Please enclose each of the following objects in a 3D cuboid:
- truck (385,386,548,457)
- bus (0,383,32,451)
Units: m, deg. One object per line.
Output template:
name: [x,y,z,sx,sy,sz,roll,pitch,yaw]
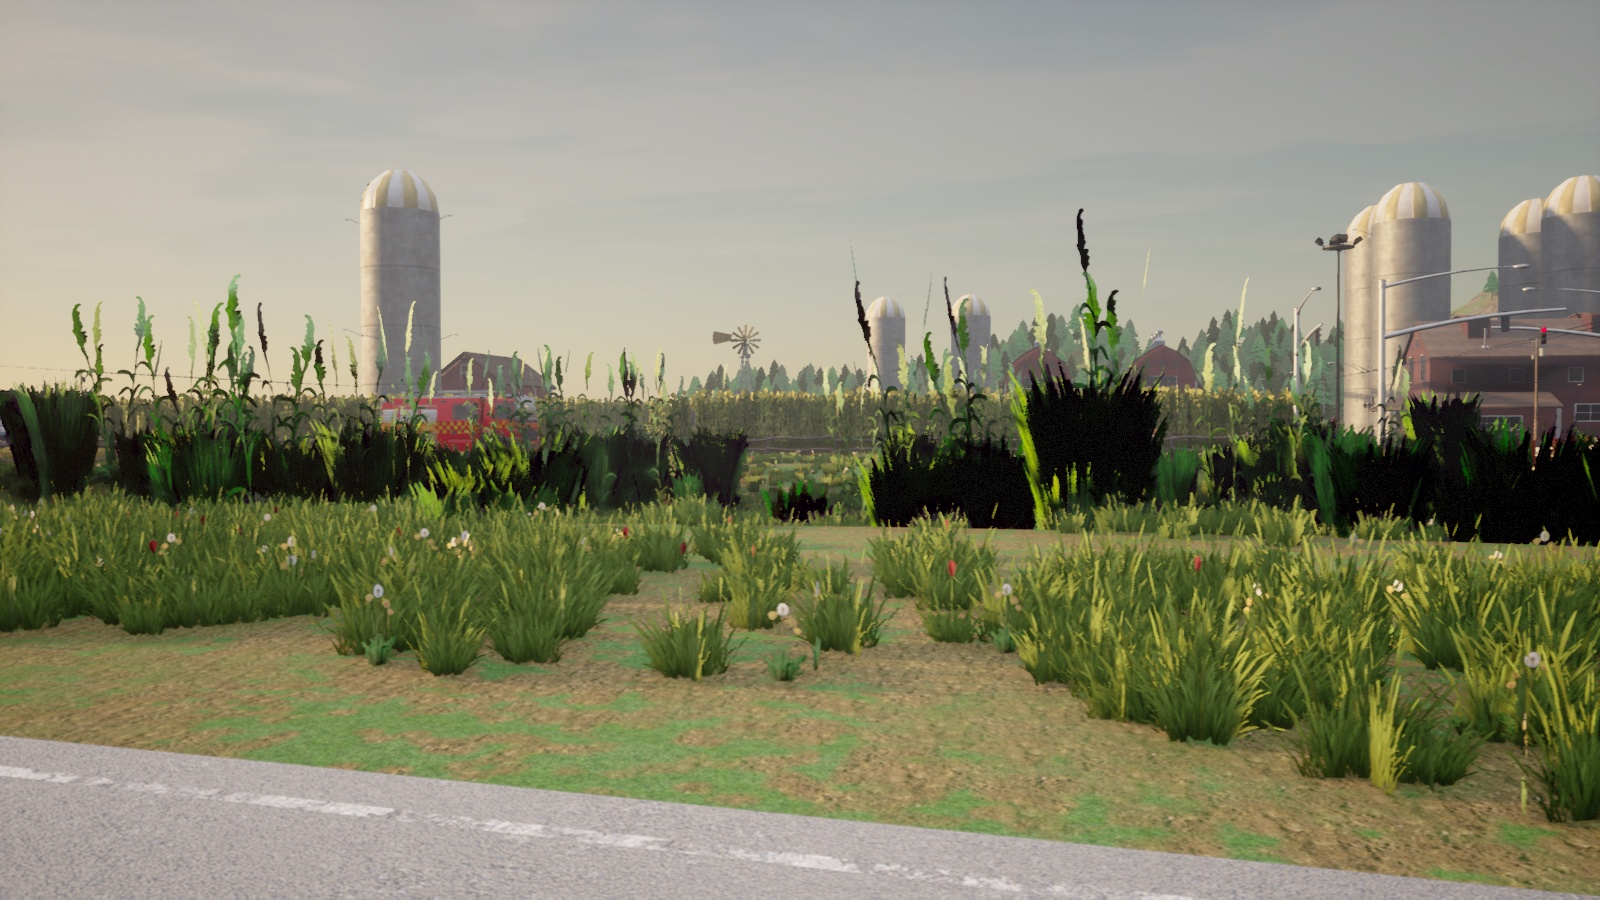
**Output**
truck: [-18.616,-1.585,70.225,8.468,3.827,2.891,0,1,13]
bus: [-55.637,-2.153,80.723,10.273,4.253,3.944,0,2,4]
